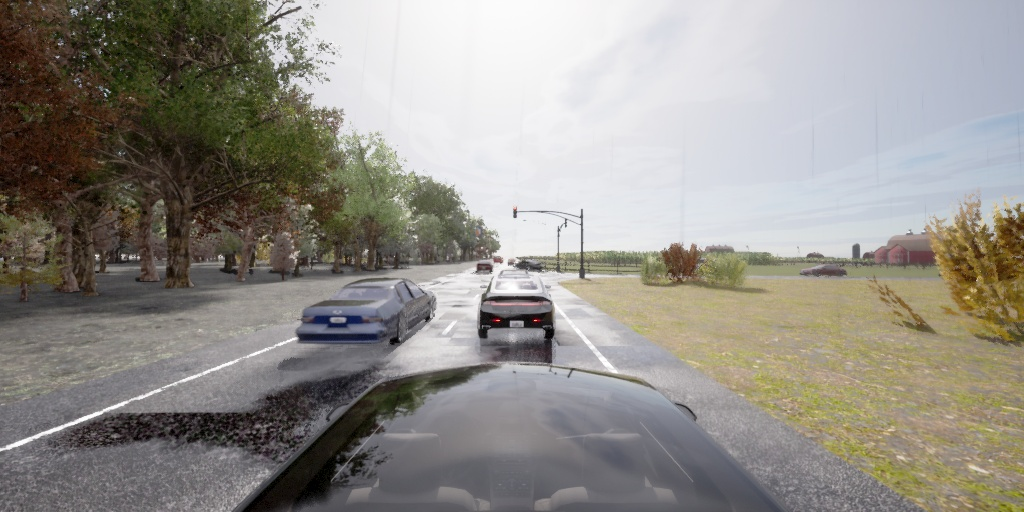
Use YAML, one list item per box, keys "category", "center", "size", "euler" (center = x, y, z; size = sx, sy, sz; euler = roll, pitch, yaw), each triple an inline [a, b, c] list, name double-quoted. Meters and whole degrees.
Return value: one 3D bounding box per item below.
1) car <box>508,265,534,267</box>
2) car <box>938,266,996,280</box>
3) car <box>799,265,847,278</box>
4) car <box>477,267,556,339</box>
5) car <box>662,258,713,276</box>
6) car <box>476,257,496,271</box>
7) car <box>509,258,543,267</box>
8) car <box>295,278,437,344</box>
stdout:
- category: "car"
  center: [0.111, 1.355, 19.223]
  size: [1.895, 1.301, 4.718]
  euler: [0, 0, 0]
- category: "car"
  center: [48.608, 1.825, 37.899]
  size: [5.357, 1.411, 2.033]
  euler: [1, -1, 1]
- category: "car"
  center: [36.067, 1.727, 41.567]
  size: [4.674, 1.442, 1.812]
  euler: [1, -1, 0]
- category: "car"
  center: [0.106, 1.244, 10.102]
  size: [2.128, 1.511, 4.902]
  euler: [0, 0, 0]
- category: "car"
  center: [20.407, 1.251, 41.656]
  size: [5.566, 2.045, 2.150]
  euler: [1, -1, 0]
- category: "car"
  center: [-3.377, 1.234, 45.277]
  size: [1.882, 1.535, 5.008]
  euler: [0, 0, 0]
- category: "car"
  center: [2.091, 1.271, 47.909]
  size: [1.837, 1.490, 4.892]
  euler: [-3, 2, -35]
- category: "car"
  center: [-3.396, 1.299, 9.515]
  size: [2.033, 1.411, 5.357]
  euler: [0, 0, 0]
